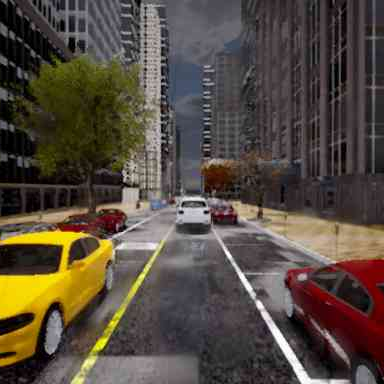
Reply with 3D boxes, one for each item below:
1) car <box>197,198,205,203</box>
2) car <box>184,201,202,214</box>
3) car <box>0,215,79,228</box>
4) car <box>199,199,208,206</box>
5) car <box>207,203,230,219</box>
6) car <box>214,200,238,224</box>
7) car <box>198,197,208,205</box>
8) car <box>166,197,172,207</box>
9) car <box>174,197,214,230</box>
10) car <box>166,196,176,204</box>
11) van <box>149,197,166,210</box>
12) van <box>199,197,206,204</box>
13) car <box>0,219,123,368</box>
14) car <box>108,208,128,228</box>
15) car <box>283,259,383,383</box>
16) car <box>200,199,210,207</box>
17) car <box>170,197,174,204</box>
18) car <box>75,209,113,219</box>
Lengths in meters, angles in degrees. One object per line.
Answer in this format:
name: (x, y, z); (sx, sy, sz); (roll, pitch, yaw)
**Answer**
car: (2.574, 2.409, 94.921); (1.947, 1.339, 4.313); (-1, -1, 0)
car: (0.109, 1.917, 41.554); (2.033, 1.411, 5.357); (0, -1, 0)
car: (-5.324, 1.641, 10.163); (2.008, 1.369, 4.403); (-1, -1, 0)
car: (2.569, 2.170, 72.497); (1.752, 1.417, 4.829); (-1, -1, 0)
car: (2.561, 1.837, 32.787); (1.887, 1.381, 4.507); (-1, -1, 0)
car: (2.558, 1.682, 27.140); (1.967, 1.590, 4.097); (-1, -1, 0)
car: (2.567, 2.008, 77.978); (2.192, 1.841, 5.009); (-1, -1, 0)
car: (-5.313, 2.107, 60.999); (1.947, 1.339, 4.313); (-1, -1, 0)
car: (0.105, 1.428, 23.066); (2.150, 2.045, 5.566); (0, 0, 0)
car: (-5.312, 2.056, 83.596); (2.192, 1.841, 5.009); (-1, -1, 0)
van: (-5.319, 1.782, 49.704); (1.690, 1.788, 3.998); (-1, -1, 0)
van: (2.568, 2.084, 83.626); (1.690, 1.788, 3.998); (-1, -1, 0)
car: (-2.827, 1.533, 6.218); (1.882, 1.535, 5.008); (0, 0, 0)
car: (-5.322, 1.735, 21.460); (1.887, 1.381, 4.507); (-1, -1, 0)
car: (2.555, 1.587, 4.545); (1.887, 1.381, 4.507); (-1, -1, 0)
car: (2.568, 2.144, 66.679); (2.008, 1.369, 4.403); (-1, -1, 0)
car: (-5.314, 1.956, 72.299); (2.192, 1.841, 5.009); (-1, -1, 0)
car: (-5.323, 1.722, 15.811); (1.802, 1.307, 4.206); (-1, -1, 0)
